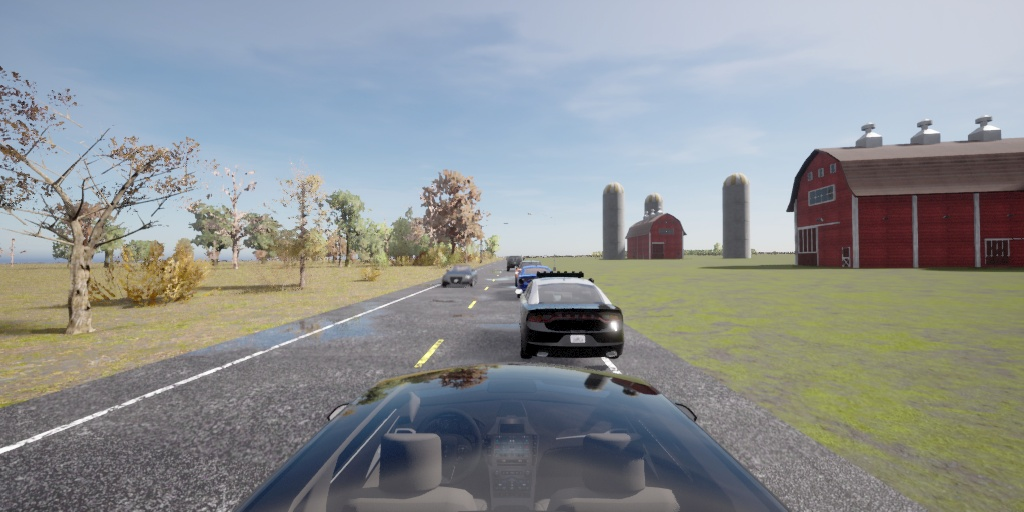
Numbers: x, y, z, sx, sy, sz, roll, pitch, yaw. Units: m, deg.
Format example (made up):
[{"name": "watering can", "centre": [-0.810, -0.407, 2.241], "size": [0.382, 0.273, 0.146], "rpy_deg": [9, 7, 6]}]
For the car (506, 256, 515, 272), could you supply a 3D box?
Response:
[{"name": "car", "centre": [0.431, 0.962, 47.358], "size": [2.150, 2.045, 5.566], "rpy_deg": [0, 0, 1]}]

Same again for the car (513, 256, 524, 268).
[{"name": "car", "centre": [1.254, 1.100, 24.416], "size": [2.097, 1.767, 4.553], "rpy_deg": [0, 0, 0]}]

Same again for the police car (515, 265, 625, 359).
[{"name": "police car", "centre": [1.119, 1.176, 8.556], "size": [1.930, 1.638, 5.238], "rpy_deg": [0, 0, 0]}]

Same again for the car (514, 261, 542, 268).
[{"name": "car", "centre": [1.204, 1.228, 18.446], "size": [1.882, 1.535, 5.008], "rpy_deg": [0, 0, 0]}]

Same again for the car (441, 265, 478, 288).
[{"name": "car", "centre": [-3.398, 1.313, 23.903], "size": [1.994, 1.385, 4.181], "rpy_deg": [0, 0, 0]}]
